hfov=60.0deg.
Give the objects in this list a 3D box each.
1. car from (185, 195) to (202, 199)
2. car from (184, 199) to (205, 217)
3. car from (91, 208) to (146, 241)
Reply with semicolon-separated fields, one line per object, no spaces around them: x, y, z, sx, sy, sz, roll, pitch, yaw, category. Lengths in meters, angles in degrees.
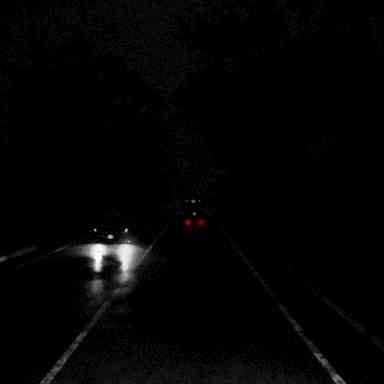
0.196;1.406;44.088;2.150;2.045;5.566;0;-1;1;car
0.217;1.651;31.565;1.895;1.301;4.718;0;0;0;car
-3.536;1.563;17.077;2.033;1.411;5.357;0;0;0;car
